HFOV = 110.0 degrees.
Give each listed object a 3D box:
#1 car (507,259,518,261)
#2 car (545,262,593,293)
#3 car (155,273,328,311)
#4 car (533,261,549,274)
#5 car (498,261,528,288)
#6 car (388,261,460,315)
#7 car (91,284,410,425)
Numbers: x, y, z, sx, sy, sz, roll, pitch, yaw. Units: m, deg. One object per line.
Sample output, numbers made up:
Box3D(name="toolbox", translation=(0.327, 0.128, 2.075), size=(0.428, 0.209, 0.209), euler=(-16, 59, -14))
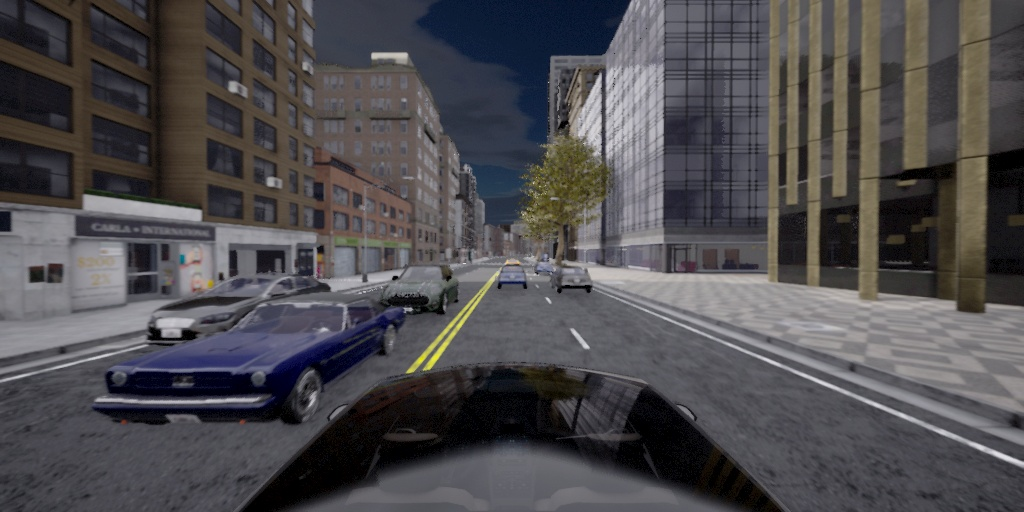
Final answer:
Box3D(name="car", translation=(0.098, 1.151, 45.280), size=(1.882, 1.535, 5.008), euler=(0, 0, 0))
Box3D(name="car", translation=(3.267, 1.271, 20.523), size=(2.033, 1.411, 5.357), euler=(0, 0, 0))
Box3D(name="car", translation=(-6.587, 1.233, 9.399), size=(2.128, 1.511, 4.902), euler=(0, 0, 0))
Box3D(name="car", translation=(3.334, 1.235, 38.930), size=(2.033, 1.411, 5.357), euler=(0, 0, 0))
Box3D(name="car", translation=(0.046, 1.266, 23.380), size=(2.033, 1.411, 5.357), euler=(0, 0, 1))
Box3D(name="car", translation=(-3.249, 1.086, 13.418), size=(2.097, 1.767, 4.553), euler=(0, 0, 0))
Box3D(name="car", translation=(-3.342, 1.346, 5.849), size=(1.895, 1.301, 4.718), euler=(0, 0, 0))
